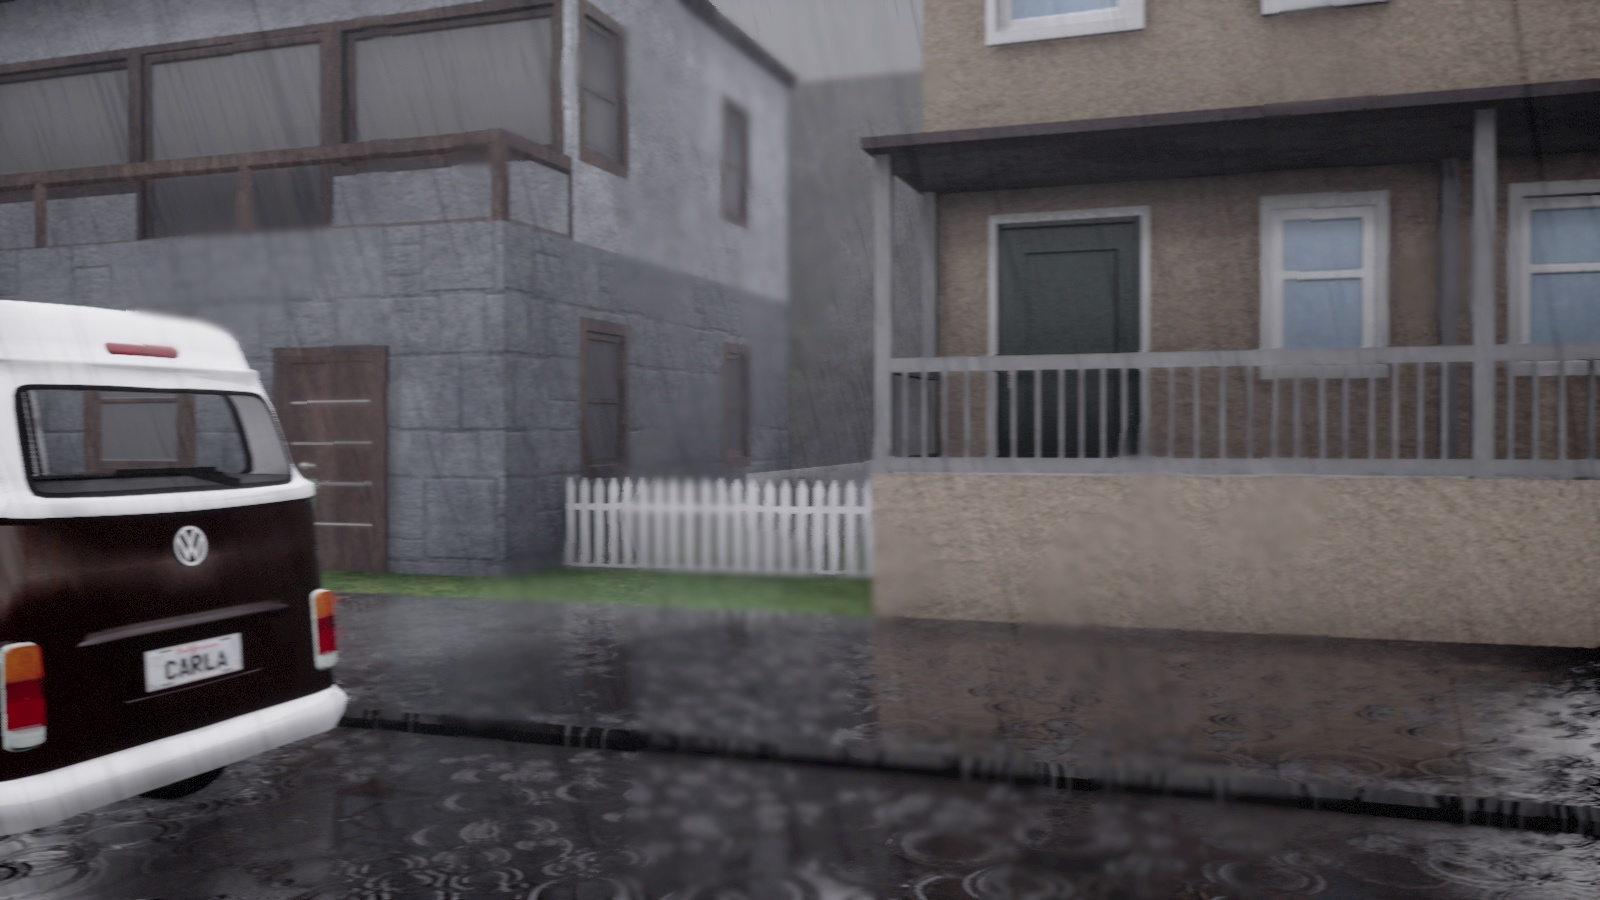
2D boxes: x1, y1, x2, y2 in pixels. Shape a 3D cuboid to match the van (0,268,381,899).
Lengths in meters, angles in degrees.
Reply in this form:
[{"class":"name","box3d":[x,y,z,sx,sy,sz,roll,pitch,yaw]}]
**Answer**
[{"class":"van","box3d":[-4.261,0.451,5.150,4.480,2.038,2.069,1,1,19]}]
